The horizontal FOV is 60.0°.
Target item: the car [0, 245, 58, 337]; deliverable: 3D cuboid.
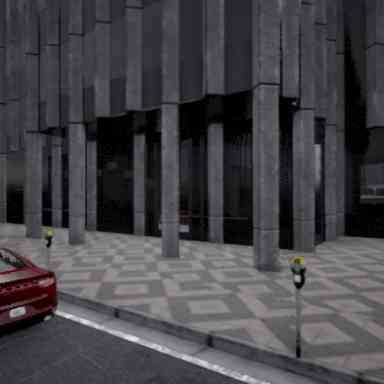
[{"bbox_3d":[-4.296,1.590,6.036,4.507,1.381,1.887,0,0,36],"label":"car"}]
